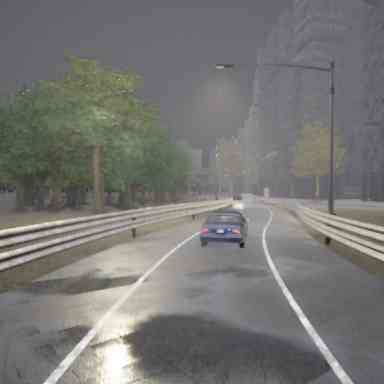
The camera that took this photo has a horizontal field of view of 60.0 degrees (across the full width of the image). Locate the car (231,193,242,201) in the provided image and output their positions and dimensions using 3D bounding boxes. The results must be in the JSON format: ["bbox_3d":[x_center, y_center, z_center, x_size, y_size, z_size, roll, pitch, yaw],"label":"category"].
[{"bbox_3d":[10.509,1.180,80.033,2.150,2.045,5.566,0,0,-4],"label":"car"}]

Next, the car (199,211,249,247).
[{"bbox_3d":[1.579,1.553,15.241,2.033,1.411,5.357,0,0,11],"label":"car"}]
